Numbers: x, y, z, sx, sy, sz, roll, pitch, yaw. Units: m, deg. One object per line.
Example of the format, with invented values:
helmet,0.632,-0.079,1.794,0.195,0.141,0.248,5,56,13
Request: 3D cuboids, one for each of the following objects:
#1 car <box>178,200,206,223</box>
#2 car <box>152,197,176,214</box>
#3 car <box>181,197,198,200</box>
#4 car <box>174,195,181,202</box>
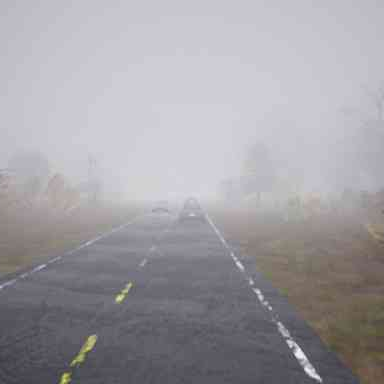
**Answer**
car,0.011,1.578,25.585,1.994,1.385,4.181,0,0,0
car,-3.218,1.565,36.179,2.033,1.411,5.357,0,0,0
car,-0.049,1.370,42.788,2.097,1.767,4.553,0,0,0
car,-3.258,1.392,74.578,2.097,1.767,4.553,0,0,0
